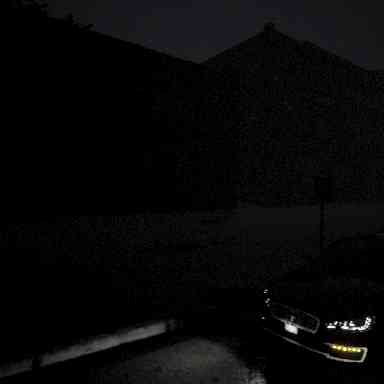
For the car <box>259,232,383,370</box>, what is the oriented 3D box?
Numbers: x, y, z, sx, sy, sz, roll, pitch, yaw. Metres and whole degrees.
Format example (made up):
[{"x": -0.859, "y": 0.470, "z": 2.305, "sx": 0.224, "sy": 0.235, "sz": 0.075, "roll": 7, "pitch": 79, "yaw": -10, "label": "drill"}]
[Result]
[{"x": 3.255, "y": 1.511, "z": 5.700, "sx": 4.892, "sy": 1.490, "sz": 1.837, "roll": 0, "pitch": 0, "yaw": -35, "label": "car"}]
